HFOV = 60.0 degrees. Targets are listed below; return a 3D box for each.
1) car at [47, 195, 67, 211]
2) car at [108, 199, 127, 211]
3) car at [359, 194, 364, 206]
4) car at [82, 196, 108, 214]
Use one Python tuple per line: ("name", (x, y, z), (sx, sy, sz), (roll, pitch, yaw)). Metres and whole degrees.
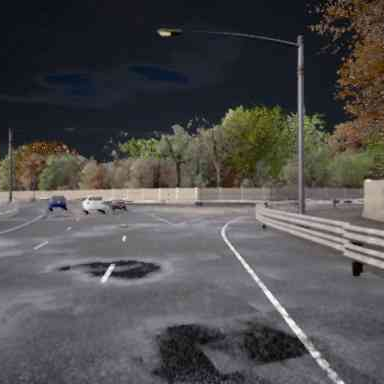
("car", (-18.994, 1.491, 46.705), (2.150, 2.045, 5.566), (0, 0, -27))
("car", (-9.954, 1.735, 43.936), (1.837, 1.490, 4.892), (1, -1, -24))
("car", (31.209, 1.386, 56.938), (5.566, 2.045, 2.150), (0, 0, -23))
("car", (-11.721, 1.436, 39.380), (2.150, 2.045, 5.566), (0, 0, -23))
